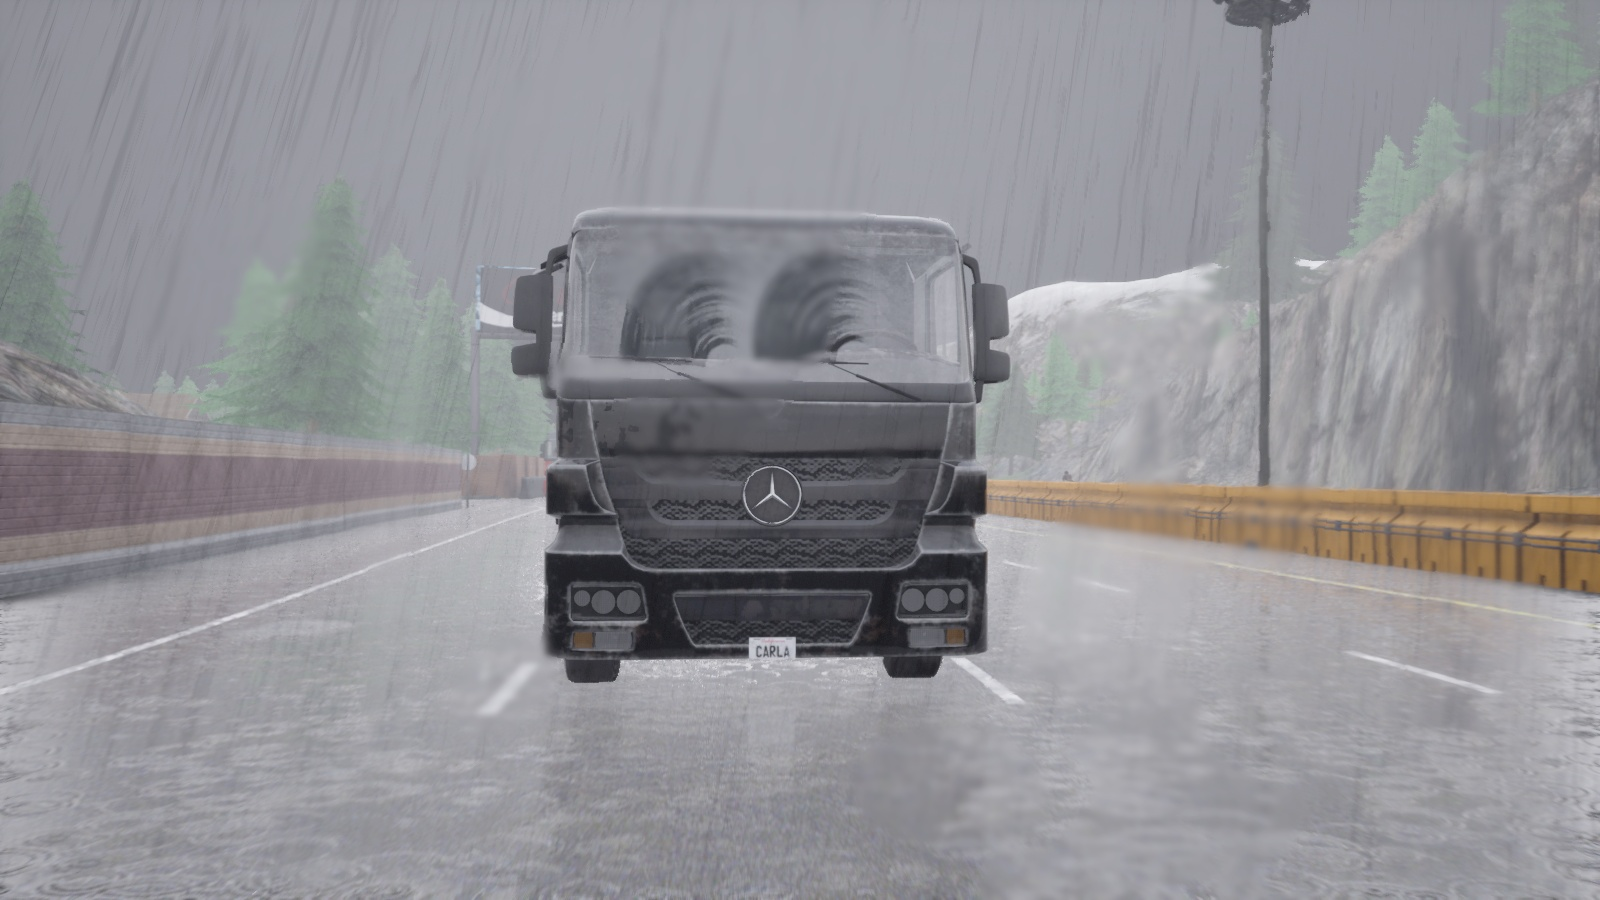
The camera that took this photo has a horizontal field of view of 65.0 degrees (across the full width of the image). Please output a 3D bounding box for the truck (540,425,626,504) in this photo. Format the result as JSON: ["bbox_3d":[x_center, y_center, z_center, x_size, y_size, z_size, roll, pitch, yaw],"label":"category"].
[{"bbox_3d":[-11.175,0.791,65.591,2.891,3.827,8.468,-1,-1,1],"label":"truck"}]

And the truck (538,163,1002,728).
[{"bbox_3d":[-0.570,0.032,11.784,2.891,3.462,7.936,0,-1,-6],"label":"truck"}]
